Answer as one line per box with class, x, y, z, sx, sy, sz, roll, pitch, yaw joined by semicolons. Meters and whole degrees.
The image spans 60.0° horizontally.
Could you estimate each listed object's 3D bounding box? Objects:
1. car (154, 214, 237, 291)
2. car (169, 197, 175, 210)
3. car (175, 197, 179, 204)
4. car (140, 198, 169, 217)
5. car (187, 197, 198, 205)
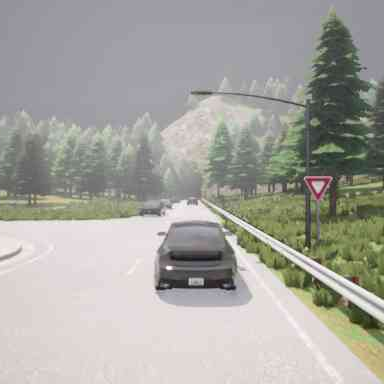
car;0.085;1.520;9.015;1.837;1.490;4.892;0;0;0
car;-3.601;1.594;44.245;1.812;1.442;4.674;0;1;-1
car;-3.547;1.666;66.406;1.994;1.385;4.181;0;0;0
car;-3.716;1.527;32.191;1.882;1.535;5.008;0;0;3
car;0.084;1.618;60.517;1.812;1.442;4.674;0;0;0
